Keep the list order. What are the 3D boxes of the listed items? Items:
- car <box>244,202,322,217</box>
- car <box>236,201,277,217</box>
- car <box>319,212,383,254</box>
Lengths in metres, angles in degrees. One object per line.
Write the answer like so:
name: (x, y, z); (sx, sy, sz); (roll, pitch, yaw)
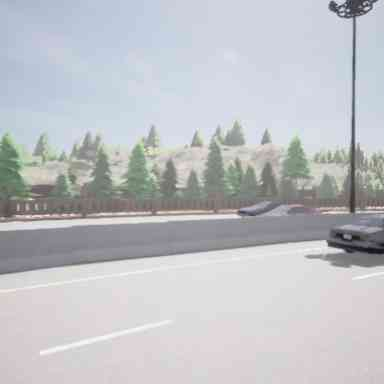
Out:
car: (5.562, 1.455, 19.058); (4.674, 1.442, 1.812); (0, 0, -26)
car: (6.325, 1.458, 27.158); (5.357, 1.411, 2.033); (0, 0, -24)
car: (7.303, 1.501, 11.966); (5.357, 1.411, 2.033); (0, 0, -27)
